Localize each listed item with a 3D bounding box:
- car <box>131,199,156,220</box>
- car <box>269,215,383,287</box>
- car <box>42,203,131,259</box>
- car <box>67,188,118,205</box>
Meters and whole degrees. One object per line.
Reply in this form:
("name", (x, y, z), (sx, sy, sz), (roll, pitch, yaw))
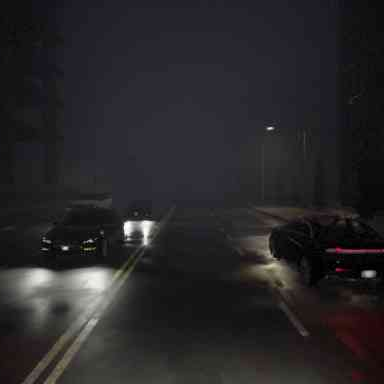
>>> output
("car", (-3.740, 1.236, 24.307), (1.994, 1.385, 4.181), (0, 1, 0))
("car", (3.438, 1.354, 8.916), (2.128, 1.511, 4.902), (0, 1, 0))
("car", (-3.675, 1.350, 12.037), (1.837, 1.490, 4.892), (0, 1, 0))
("car", (-7.240, 0.913, 24.017), (2.150, 2.045, 5.566), (0, 1, 0))
